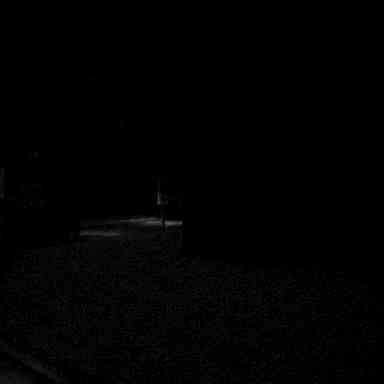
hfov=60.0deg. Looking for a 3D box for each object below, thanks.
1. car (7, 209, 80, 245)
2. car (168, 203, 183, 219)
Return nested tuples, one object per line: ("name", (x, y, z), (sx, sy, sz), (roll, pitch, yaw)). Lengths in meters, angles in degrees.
("car", (-6.857, 1.411, 13.459), (1.882, 1.535, 5.008), (-1, -1, 29))
("car", (0.024, 1.436, 27.809), (1.882, 1.535, 5.008), (0, 0, 36))
